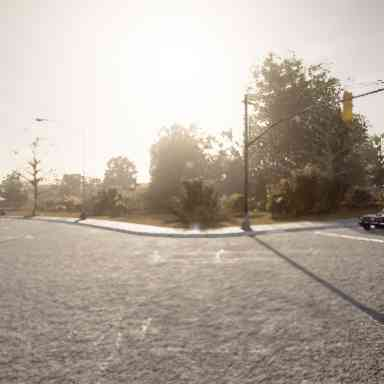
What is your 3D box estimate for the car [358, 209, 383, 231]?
[{"bbox_3d":[11.558,1.489,18.596,4.718,1.301,1.895,-1,1,-26],"label":"car"}]
